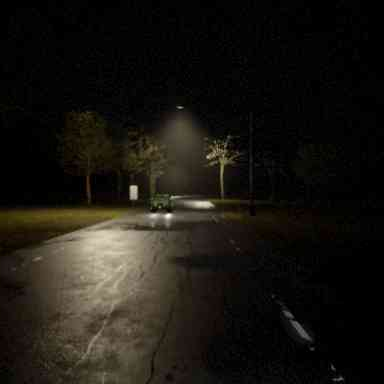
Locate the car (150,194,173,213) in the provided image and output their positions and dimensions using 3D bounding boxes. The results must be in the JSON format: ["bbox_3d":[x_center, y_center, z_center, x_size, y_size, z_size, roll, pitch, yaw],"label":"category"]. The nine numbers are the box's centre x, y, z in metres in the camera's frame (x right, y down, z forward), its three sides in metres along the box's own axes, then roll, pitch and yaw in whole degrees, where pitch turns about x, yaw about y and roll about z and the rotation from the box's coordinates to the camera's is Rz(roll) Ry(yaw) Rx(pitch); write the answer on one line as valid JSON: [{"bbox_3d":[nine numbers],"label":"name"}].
[{"bbox_3d":[-3.329,1.225,37.458,2.150,2.045,5.566,0,0,1],"label":"car"}]
